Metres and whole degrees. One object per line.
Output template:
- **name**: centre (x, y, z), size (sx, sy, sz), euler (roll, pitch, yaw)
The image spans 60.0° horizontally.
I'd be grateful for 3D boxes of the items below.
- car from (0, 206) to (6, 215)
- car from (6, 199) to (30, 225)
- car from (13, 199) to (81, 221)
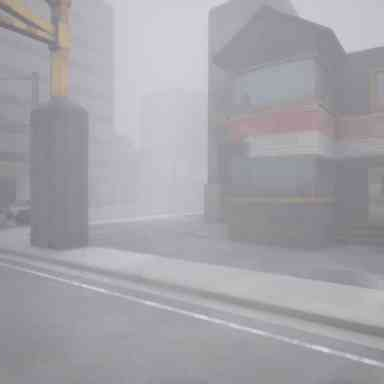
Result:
- **car**: centre (-12.922, 1.170, 25.465), size (4.536, 1.218, 1.853), euler (0, 0, -30)
- **car**: centre (-9.765, 1.345, 22.766), size (2.038, 1.542, 4.974), euler (0, 0, 15)
- **car**: centre (-9.751, 1.187, 22.816), size (1.853, 1.218, 4.536), euler (0, 0, 15)
